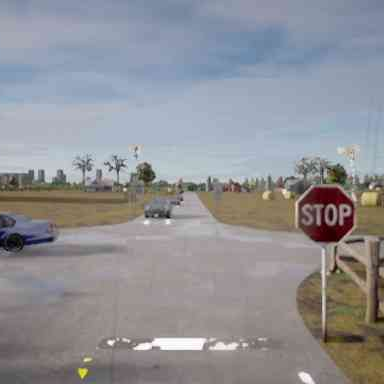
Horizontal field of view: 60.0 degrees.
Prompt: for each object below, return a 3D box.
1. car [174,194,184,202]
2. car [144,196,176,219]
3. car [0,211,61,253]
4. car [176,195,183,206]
[{"bbox_3d":[-2.757,1.241,71.130,2.033,1.411,5.357,0,0,0],"label":"car"},{"bbox_3d":[-2.805,1.307,28.878,2.097,1.767,4.553,0,0,1],"label":"car"},{"bbox_3d":[-7.684,1.396,12.075,5.357,1.411,2.033,1,0,-14],"label":"car"},{"bbox_3d":[-2.755,1.417,50.271,1.994,1.385,4.181,0,0,0],"label":"car"}]
